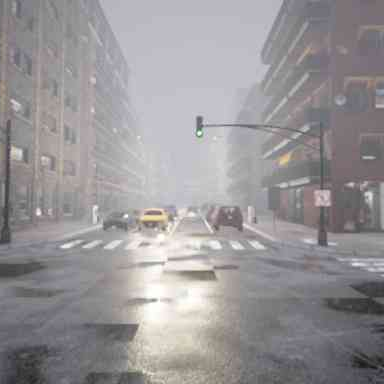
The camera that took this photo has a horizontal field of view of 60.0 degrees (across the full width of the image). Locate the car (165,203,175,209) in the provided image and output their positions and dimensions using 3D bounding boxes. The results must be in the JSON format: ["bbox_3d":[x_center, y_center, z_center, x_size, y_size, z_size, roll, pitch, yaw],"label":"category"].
[{"bbox_3d":[-5.314,3.391,80.341,2.008,1.369,4.403,1,-2,0],"label":"car"}]

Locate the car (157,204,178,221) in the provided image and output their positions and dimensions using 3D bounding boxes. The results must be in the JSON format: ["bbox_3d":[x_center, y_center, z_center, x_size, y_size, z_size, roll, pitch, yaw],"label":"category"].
[{"bbox_3d":[-2.848,2.287,34.505,1.994,1.385,4.181,0,-1,0],"label":"car"}]

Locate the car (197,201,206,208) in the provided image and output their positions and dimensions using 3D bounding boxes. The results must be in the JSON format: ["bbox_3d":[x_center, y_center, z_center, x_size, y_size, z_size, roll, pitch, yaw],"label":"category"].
[{"bbox_3d":[2.568,3.499,91.505,2.192,1.841,5.009,1,-2,0],"label":"car"}]

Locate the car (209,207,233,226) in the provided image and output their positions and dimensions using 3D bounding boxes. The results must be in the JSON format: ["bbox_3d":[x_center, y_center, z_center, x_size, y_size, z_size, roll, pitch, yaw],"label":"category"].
[{"bbox_3d":[2.580,2.195,30.508,1.752,1.417,4.829,1,-1,0],"label":"car"}]

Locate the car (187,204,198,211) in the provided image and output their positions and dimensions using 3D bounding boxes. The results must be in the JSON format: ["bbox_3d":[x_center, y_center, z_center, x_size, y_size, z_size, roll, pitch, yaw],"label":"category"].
[{"bbox_3d":[0.055,3.031,64.966,1.994,1.385,4.181,0,-1,0],"label":"car"}]

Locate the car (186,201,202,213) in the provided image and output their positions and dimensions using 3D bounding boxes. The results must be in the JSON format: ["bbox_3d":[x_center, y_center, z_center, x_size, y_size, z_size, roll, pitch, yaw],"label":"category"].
[{"bbox_3d":[0.095,2.700,54.736,2.128,1.511,4.902,0,-1,0],"label":"car"}]

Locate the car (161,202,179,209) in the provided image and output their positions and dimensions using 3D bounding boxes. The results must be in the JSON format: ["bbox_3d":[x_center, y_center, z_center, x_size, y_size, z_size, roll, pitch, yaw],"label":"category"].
[{"bbox_3d":[-2.842,2.462,44.930,1.837,1.490,4.892,0,-1,0],"label":"car"}]

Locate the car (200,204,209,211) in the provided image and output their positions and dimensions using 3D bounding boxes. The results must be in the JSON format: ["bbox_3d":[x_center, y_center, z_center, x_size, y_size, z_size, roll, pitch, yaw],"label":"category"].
[{"bbox_3d":[2.568,3.176,69.249,1.802,1.307,4.206,1,-2,0],"label":"car"}]

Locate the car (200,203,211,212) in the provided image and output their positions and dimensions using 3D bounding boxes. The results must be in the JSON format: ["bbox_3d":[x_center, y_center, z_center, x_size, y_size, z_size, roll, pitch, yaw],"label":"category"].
[{"bbox_3d":[2.572,2.890,63.694,1.967,1.590,4.097,1,-2,0],"label":"car"}]

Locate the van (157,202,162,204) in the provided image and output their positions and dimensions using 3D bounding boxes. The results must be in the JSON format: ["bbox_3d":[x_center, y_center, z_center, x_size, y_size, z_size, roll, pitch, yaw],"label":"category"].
[{"bbox_3d":[-5.303,2.600,58.098,1.690,1.788,3.998,1,-1,0],"label":"van"}]

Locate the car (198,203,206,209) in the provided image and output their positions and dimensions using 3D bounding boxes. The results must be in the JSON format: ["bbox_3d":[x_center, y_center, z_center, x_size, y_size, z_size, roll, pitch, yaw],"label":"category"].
[{"bbox_3d":[2.564,3.602,85.935,1.947,1.339,4.313,1,-2,0],"label":"car"}]

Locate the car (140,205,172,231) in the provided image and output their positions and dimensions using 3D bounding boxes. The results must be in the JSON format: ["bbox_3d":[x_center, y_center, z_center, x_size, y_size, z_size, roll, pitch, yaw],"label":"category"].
[{"bbox_3d":[-2.848,2.004,25.239,1.882,1.535,5.008,0,-1,0],"label":"car"}]

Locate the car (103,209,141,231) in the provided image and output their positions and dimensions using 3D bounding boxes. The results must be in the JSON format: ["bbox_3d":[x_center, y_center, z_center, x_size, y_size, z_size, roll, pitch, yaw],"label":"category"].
[{"bbox_3d":[-5.300,2.067,24.733,1.947,1.339,4.313,2,-1,0],"label":"car"}]

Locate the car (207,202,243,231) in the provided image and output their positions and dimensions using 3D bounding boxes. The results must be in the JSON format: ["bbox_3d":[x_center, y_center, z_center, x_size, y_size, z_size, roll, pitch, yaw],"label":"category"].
[{"bbox_3d":[2.586,1.864,24.785,2.192,1.841,5.009,1,-1,0],"label":"car"}]

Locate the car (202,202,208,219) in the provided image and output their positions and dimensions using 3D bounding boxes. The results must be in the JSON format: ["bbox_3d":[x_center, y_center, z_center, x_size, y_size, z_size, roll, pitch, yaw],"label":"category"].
[{"bbox_3d":[2.583,2.101,35.907,2.192,1.841,5.009,1,-1,0],"label":"car"}]

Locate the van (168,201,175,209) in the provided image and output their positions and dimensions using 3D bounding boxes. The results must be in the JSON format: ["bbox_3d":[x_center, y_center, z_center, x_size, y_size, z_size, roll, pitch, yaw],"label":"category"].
[{"bbox_3d":[-5.311,3.330,85.909,1.690,1.788,3.998,1,-2,0],"label":"van"}]

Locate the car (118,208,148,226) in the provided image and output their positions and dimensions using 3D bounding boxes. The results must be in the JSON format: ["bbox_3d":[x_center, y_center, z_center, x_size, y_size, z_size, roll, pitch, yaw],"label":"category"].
[{"bbox_3d":[-5.301,2.184,30.293,1.947,1.339,4.313,2,-1,0],"label":"car"}]
